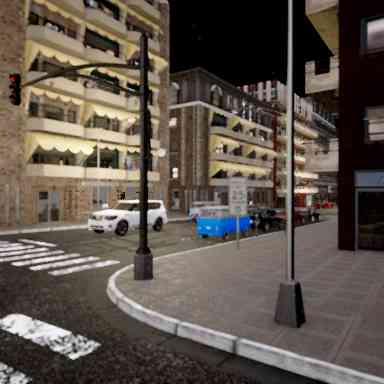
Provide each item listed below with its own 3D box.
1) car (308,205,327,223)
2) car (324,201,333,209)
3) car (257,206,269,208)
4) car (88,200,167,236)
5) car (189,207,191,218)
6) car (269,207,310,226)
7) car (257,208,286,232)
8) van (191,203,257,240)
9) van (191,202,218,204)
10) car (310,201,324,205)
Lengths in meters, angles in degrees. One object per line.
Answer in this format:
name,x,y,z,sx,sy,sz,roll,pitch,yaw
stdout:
car,11.391,2.216,32.628,2.008,1.369,4.403,-1,-2,35
car,26.932,2.697,69.070,2.192,1.841,5.009,-1,-2,35
car,7.666,2.279,37.293,1.895,1.301,4.718,0,-1,36
car,-3.850,1.516,21.060,2.150,2.045,5.566,0,-1,34
car,1.875,2.049,29.118,1.994,1.385,4.181,0,-1,35
car,8.192,2.141,28.104,1.802,1.307,4.206,-1,-2,35
car,4.995,2.018,23.582,1.947,1.339,4.313,-1,-2,35
van,1.934,1.687,18.966,1.690,1.788,3.998,-1,-2,35
van,1.347,1.871,32.887,1.690,1.788,3.998,-1,-2,35
car,23.734,2.858,64.541,1.802,1.307,4.206,-1,-2,35
